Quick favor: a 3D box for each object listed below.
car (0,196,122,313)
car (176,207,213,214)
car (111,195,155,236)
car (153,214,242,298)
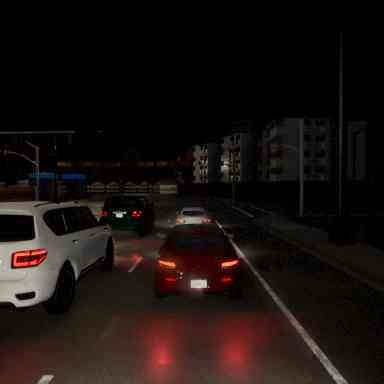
[{"bbox_3d":[-3.387,1.217,7.764,2.150,2.045,5.566,0,0,0],"label":"car"},{"bbox_3d":[0.105,1.489,17.495,1.812,1.442,4.674,0,0,1],"label":"car"},{"bbox_3d":[-3.362,1.177,18.123,2.150,2.045,5.566,0,0,0],"label":"car"},{"bbox_3d":[0.116,1.521,8.408,1.812,1.442,4.674,0,0,0],"label":"car"}]
